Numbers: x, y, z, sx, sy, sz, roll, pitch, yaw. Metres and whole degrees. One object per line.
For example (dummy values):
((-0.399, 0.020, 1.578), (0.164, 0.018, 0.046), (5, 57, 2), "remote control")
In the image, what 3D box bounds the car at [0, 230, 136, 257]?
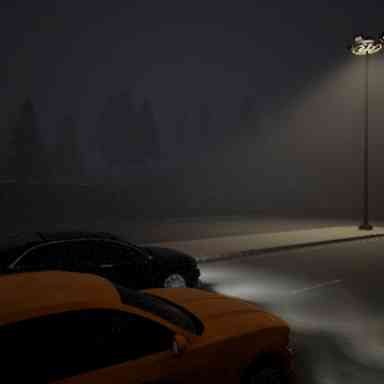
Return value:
((-2.061, 1.525, 6.576), (4.892, 1.490, 1.837), (1, -1, -36), "car")

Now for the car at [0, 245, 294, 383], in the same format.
((-1.195, 1.484, 2.894), (5.008, 1.535, 1.882), (1, -1, -36), "car")
